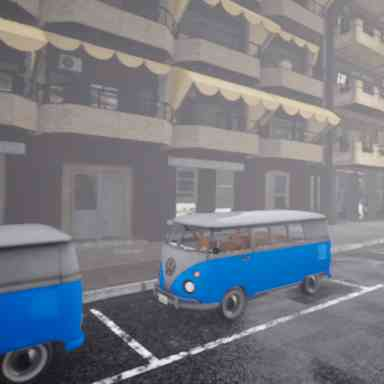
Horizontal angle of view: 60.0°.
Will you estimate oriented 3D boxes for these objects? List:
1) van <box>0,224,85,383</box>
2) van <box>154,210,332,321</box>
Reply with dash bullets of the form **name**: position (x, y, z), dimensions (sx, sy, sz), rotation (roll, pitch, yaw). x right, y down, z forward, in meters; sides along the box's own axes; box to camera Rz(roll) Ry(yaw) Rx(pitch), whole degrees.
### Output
- **van**: position (-3.281, 1.346, 3.728), dimensions (3.998, 1.788, 1.690), rotation (-1, 2, -36)
- **van**: position (1.218, 1.309, 6.947), dimensions (3.998, 1.788, 1.690), rotation (0, 2, -36)
